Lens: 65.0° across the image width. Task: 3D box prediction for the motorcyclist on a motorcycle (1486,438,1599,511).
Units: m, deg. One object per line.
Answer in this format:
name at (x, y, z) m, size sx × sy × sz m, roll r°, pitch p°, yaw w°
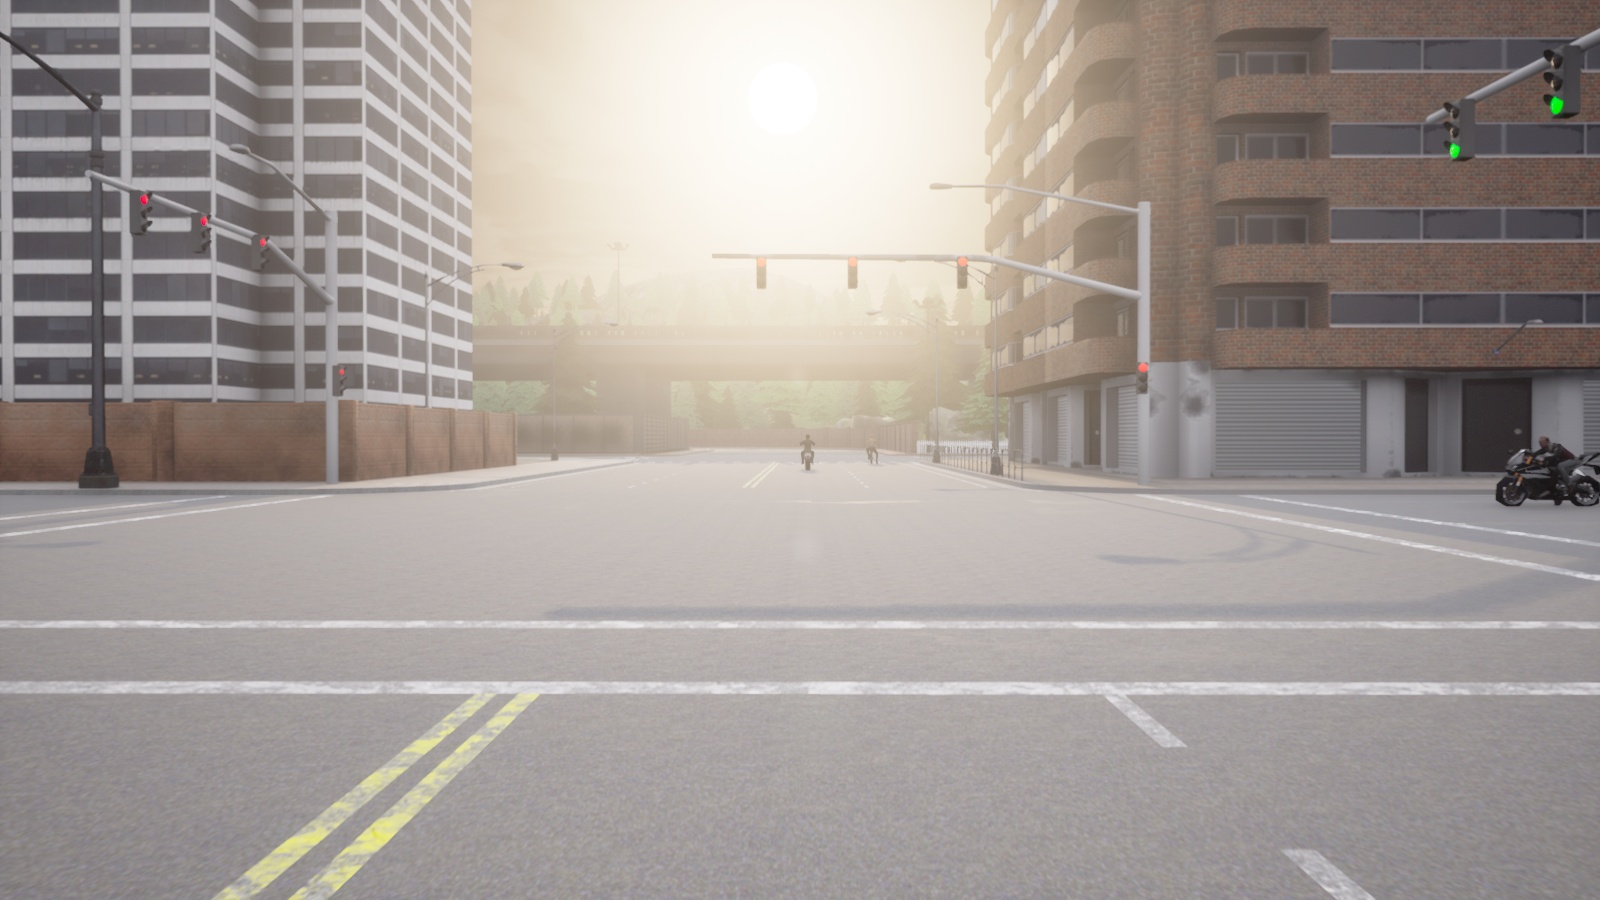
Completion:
motorcyclist on a motorcycle at (15.858, 0.505, 26.582) m, size 2.191 × 1.530 × 0.866 m, roll 0°, pitch 1°, yaw 1°
